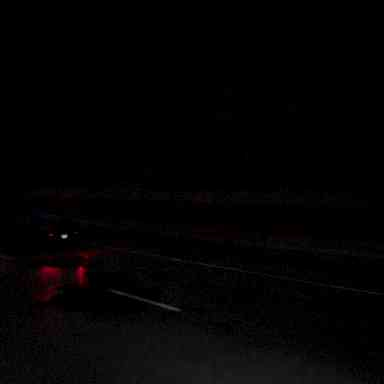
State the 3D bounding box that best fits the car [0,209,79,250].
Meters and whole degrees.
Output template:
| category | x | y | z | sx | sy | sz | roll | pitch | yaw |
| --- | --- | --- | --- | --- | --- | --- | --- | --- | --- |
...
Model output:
| category | x | y | z | sx | sy | sz | roll | pitch | yaw |
| --- | --- | --- | --- | --- | --- | --- | --- | --- | --- |
| car | -6.503 | 1.450 | 13.963 | 4.674 | 1.442 | 1.812 | 0 | 0 | 41 |
